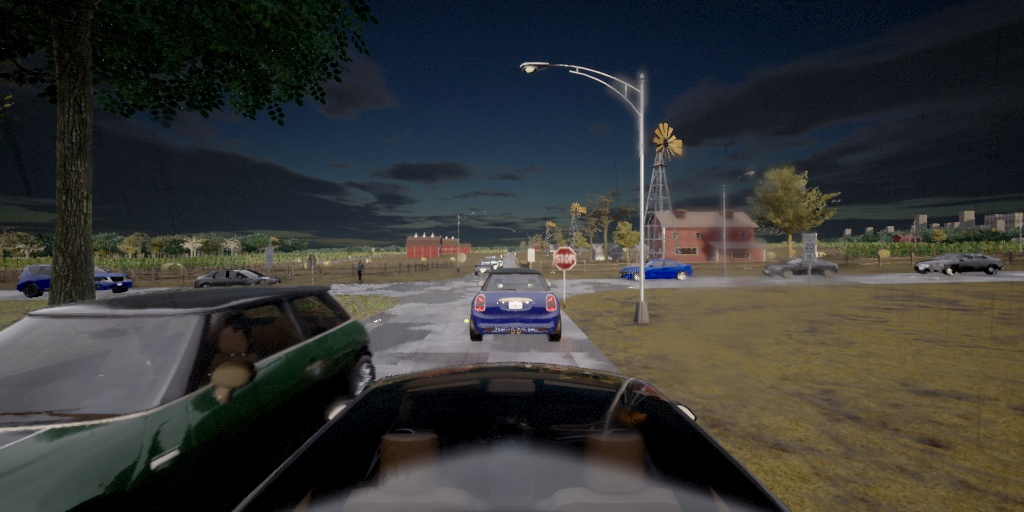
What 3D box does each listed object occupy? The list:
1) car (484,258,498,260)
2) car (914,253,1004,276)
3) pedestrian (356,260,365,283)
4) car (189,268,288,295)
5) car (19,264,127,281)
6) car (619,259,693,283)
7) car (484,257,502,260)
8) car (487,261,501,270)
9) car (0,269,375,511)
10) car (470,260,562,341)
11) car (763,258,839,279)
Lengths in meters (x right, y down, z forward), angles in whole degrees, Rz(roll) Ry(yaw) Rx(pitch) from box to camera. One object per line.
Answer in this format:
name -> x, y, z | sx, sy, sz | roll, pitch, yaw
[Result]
car -> -2.919, 1.308, 38.345 | 2.128, 1.511, 4.902 | 0, 0, 0
car -> 31.765, 0.575, 25.614 | 4.902, 1.511, 2.128 | -1, 1, 0
pedestrian -> -12.211, 1.215, 28.784 | 0.375, 1.860, 0.375 | 0, 2, 0
car -> -17.303, 1.598, 22.831 | 4.892, 1.490, 1.837 | -1, 1, 0
car -> -27.765, 1.509, 22.857 | 5.566, 2.045, 2.150 | -1, 1, 0
car -> 10.173, 0.999, 25.480 | 5.008, 1.535, 1.882 | -1, 1, -3
car -> -2.928, 1.097, 48.570 | 2.150, 2.045, 5.566 | 0, 0, 0
car -> -2.908, 1.510, 58.902 | 2.033, 1.411, 5.357 | 0, -1, 1
car -> -2.847, 1.101, 2.840 | 2.097, 1.767, 4.553 | 0, 0, 0
car -> 0.081, 1.104, 10.003 | 2.097, 1.767, 4.553 | 0, 0, 0
car -> 20.630, 0.836, 25.660 | 4.674, 1.442, 1.812 | -1, 1, 0
